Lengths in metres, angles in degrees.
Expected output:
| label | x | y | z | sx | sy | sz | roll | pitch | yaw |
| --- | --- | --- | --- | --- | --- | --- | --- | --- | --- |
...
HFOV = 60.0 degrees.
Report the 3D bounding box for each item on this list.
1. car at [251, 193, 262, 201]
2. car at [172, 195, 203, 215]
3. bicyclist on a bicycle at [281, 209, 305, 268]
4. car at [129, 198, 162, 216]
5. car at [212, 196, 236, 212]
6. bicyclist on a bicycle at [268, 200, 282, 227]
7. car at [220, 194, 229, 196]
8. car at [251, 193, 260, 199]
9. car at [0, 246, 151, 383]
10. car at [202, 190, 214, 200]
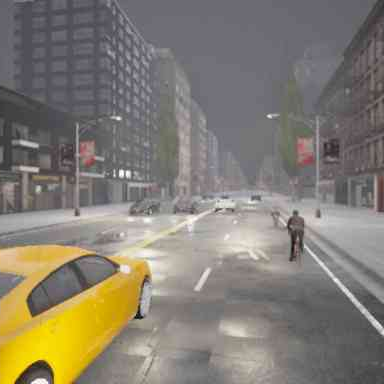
| label | x | y | z | sx | sy | sz | roll | pitch | yaw |
| --- | --- | --- | --- | --- | --- | --- | --- | --- | --- |
| car | 12.238 | 0.986 | 63.551 | 1.882 | 1.535 | 5.008 | 0 | 0 | 11 |
| car | -0.516 | 1.281 | 31.375 | 1.837 | 1.490 | 4.892 | 0 | 0 | 11 |
| bicyclist on a bicycle | 3.156 | 1.375 | 10.064 | 0.582 | 1.620 | 1.656 | 0 | 0 | 10 |
| car | -4.093 | 1.298 | 29.921 | 1.837 | 1.490 | 4.892 | 0 | 0 | 11 |
| car | 3.500 | 1.348 | 34.159 | 1.895 | 1.301 | 4.718 | 0 | 0 | 10 |
| bicyclist on a bicycle | 5.040 | 1.283 | 20.054 | 0.866 | 1.612 | 1.509 | 0 | 0 | 10 |
| car | 7.056 | 1.051 | 71.811 | 1.895 | 1.301 | 4.718 | 0 | 0 | 10 |
| car | 14.681 | 0.937 | 77.297 | 2.033 | 1.411 | 5.357 | 0 | 0 | 10 |
| car | -2.008 | 1.450 | 4.372 | 1.882 | 1.535 | 5.008 | 0 | 0 | 10 |
| car | 3.380 | 0.697 | 69.806 | 2.150 | 2.045 | 5.566 | 0 | 0 | 10 |
